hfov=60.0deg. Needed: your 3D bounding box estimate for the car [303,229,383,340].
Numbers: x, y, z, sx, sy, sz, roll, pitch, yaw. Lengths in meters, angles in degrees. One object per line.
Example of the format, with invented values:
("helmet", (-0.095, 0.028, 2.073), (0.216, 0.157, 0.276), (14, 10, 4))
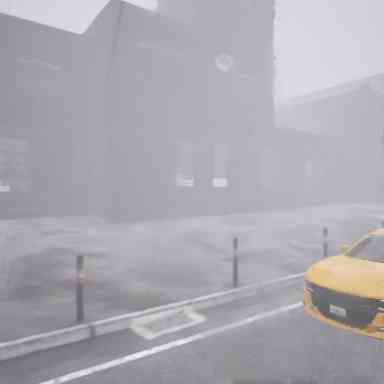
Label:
("car", (4.175, 1.453, 6.352), (5.008, 1.535, 1.882), (-1, 0, -35))
